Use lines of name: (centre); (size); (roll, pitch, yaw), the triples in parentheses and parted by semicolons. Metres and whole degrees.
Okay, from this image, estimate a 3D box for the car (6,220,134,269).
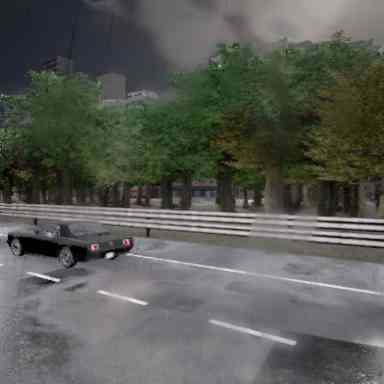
car: (-4.257, 1.603, 11.214); (4.718, 1.301, 1.895); (0, 0, 36)
